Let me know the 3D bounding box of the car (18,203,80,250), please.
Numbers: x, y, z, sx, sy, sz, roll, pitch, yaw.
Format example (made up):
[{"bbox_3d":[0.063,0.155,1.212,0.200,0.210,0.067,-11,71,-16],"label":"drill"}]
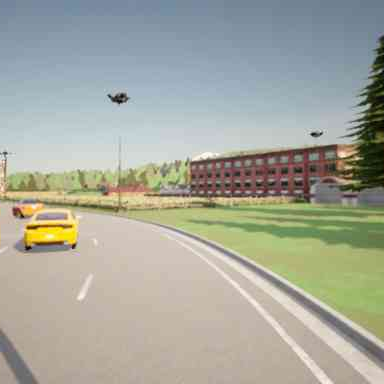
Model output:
[{"bbox_3d":[-6.007,1.486,14.589,1.882,1.535,5.008,0,0,-18],"label":"car"}]

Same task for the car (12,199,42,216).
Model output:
[{"bbox_3d":[-15.052,1.390,30.625,2.097,1.767,4.553,-1,0,-37],"label":"car"}]
